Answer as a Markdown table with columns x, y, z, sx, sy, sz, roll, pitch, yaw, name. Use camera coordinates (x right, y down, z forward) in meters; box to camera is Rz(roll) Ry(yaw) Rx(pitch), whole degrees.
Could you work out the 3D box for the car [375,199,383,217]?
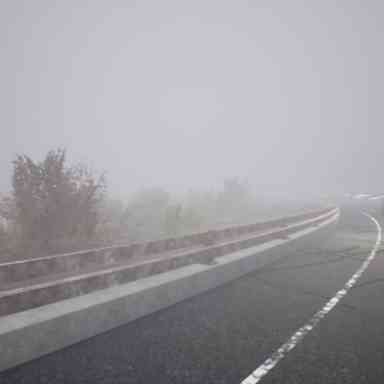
| x | y | z | sx | sy | sz | roll | pitch | yaw | name |
| --- | --- | --- | --- | --- | --- | --- | --- | --- | --- |
| 17.515 | 1.398 | 29.462 | 2.128 | 1.511 | 4.902 | 1 | 1 | 22 | car |
